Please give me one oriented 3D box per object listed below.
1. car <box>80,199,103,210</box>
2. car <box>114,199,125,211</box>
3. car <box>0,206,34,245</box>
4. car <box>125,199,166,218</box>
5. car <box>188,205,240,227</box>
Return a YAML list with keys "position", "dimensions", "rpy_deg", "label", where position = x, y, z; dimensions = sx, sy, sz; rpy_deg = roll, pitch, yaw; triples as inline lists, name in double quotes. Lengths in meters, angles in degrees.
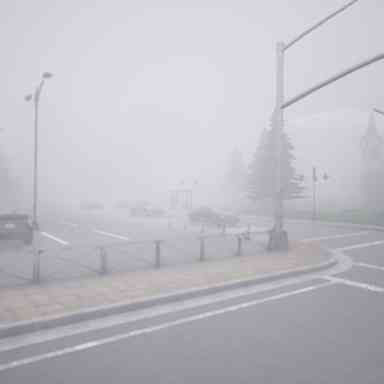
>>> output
- position: [-13.986, 1.689, 46.135]
  dimensions: [1.882, 1.535, 5.008]
  rpy_deg: [1, -1, -36]
  label: "car"
- position: [-9.044, 1.749, 45.498]
  dimensions: [1.837, 1.490, 4.892]
  rpy_deg: [1, 0, -36]
  label: "car"
- position: [-8.034, 1.360, 14.119]
  dimensions: [2.007, 1.523, 4.514]
  rpy_deg: [1, -1, -36]
  label: "car"
- position: [-4.410, 1.550, 32.987]
  dimensions: [2.097, 1.767, 4.553]
  rpy_deg: [1, -1, -36]
  label: "car"
- position: [1.538, 1.726, 24.930]
  dimensions: [1.812, 1.442, 4.674]
  rpy_deg: [1, -1, -36]
  label: "car"
